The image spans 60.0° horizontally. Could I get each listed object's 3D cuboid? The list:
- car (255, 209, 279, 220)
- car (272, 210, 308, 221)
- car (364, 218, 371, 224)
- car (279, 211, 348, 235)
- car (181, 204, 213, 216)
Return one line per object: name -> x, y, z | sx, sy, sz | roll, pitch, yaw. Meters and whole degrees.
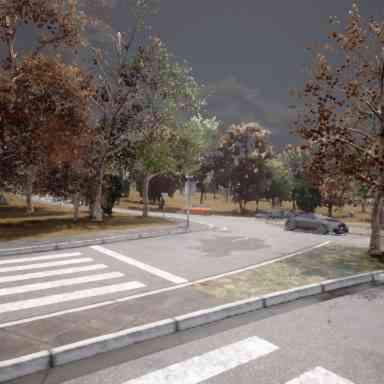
car -> 10.634, 3.084, 45.676 | 4.902, 1.511, 2.128 | 5, -3, -43
car -> 15.559, 3.688, 52.925 | 5.357, 1.411, 2.033 | 4, -2, -21
car -> 28.822, 4.228, 50.150 | 5.008, 1.535, 1.882 | 3, -3, 21
car -> 8.509, 2.152, 22.990 | 1.994, 1.385, 4.181 | 5, -3, -33
car -> 0.717, 2.527, 48.624 | 4.553, 1.767, 2.097 | 3, -2, -3
